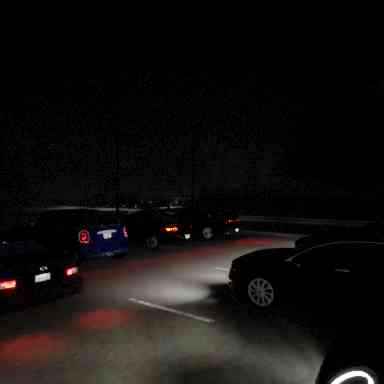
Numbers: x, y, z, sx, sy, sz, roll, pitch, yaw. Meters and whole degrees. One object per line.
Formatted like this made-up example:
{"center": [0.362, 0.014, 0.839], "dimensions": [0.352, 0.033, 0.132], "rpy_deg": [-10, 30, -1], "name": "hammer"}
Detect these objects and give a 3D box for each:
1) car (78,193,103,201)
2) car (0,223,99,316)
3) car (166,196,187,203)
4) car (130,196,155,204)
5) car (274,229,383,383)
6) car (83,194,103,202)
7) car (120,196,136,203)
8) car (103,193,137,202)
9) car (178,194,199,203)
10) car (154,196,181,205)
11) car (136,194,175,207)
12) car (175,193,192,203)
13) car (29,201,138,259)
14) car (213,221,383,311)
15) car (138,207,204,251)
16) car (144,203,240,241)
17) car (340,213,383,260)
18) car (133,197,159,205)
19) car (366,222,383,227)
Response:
{"center": [-15.770, 1.219, 54.076], "dimensions": [2.150, 2.045, 5.566], "rpy_deg": [0, 0, 35], "name": "car"}
{"center": [-4.654, 1.547, 7.313], "dimensions": [5.357, 1.411, 2.033], "rpy_deg": [0, 0, 36], "name": "car"}
{"center": [-3.325, 1.592, 70.994], "dimensions": [1.895, 1.301, 4.718], "rpy_deg": [0, 0, 36], "name": "car"}
{"center": [-9.264, 1.503, 62.946], "dimensions": [1.837, 1.490, 4.892], "rpy_deg": [0, 0, 37], "name": "car"}
{"center": [3.042, 1.352, 1.817], "dimensions": [4.553, 1.767, 2.097], "rpy_deg": [0, 0, 36], "name": "car"}
{"center": [-13.594, 1.489, 51.108], "dimensions": [2.128, 1.511, 4.902], "rpy_deg": [0, 0, 36], "name": "car"}
{"center": [-7.457, 1.599, 47.650], "dimensions": [1.895, 1.301, 4.718], "rpy_deg": [0, 0, 36], "name": "car"}
{"center": [-10.094, 1.219, 49.979], "dimensions": [2.150, 2.045, 5.566], "rpy_deg": [0, 0, 35], "name": "car"}
{"center": [0.503, 1.490, 52.635], "dimensions": [2.128, 1.511, 4.902], "rpy_deg": [0, 0, 36], "name": "car"}
{"center": [-4.196, 1.475, 58.055], "dimensions": [1.882, 1.535, 5.008], "rpy_deg": [0, 0, 36], "name": "car"}
{"center": [-4.880, 1.350, 45.242], "dimensions": [2.097, 1.767, 4.553], "rpy_deg": [0, 0, 36], "name": "car"}
{"center": [-1.689, 1.215, 55.565], "dimensions": [2.150, 2.045, 5.566], "rpy_deg": [0, 1, 37], "name": "car"}
{"center": [-4.298, 1.351, 11.372], "dimensions": [4.553, 1.767, 2.097], "rpy_deg": [0, 0, 36], "name": "car"}
{"center": [3.008, 1.505, 6.149], "dimensions": [4.892, 1.490, 1.837], "rpy_deg": [0, 0, 36], "name": "car"}
{"center": [-2.035, 1.525, 14.060], "dimensions": [4.674, 1.442, 1.812], "rpy_deg": [0, 0, 36], "name": "car"}
{"center": [0.129, 1.504, 16.810], "dimensions": [4.892, 1.490, 1.837], "rpy_deg": [0, 0, 36], "name": "car"}
{"center": [8.050, 1.547, 11.143], "dimensions": [5.357, 1.411, 2.033], "rpy_deg": [0, 0, 36], "name": "car"}
{"center": [-8.096, 1.598, 58.644], "dimensions": [1.895, 1.301, 4.718], "rpy_deg": [0, 0, 36], "name": "car"}
{"center": [5.129, 1.526, 8.926], "dimensions": [4.674, 1.442, 1.812], "rpy_deg": [0, 0, 36], "name": "car"}
